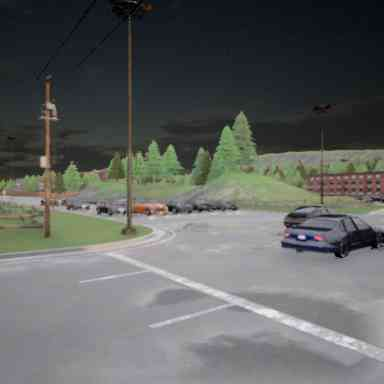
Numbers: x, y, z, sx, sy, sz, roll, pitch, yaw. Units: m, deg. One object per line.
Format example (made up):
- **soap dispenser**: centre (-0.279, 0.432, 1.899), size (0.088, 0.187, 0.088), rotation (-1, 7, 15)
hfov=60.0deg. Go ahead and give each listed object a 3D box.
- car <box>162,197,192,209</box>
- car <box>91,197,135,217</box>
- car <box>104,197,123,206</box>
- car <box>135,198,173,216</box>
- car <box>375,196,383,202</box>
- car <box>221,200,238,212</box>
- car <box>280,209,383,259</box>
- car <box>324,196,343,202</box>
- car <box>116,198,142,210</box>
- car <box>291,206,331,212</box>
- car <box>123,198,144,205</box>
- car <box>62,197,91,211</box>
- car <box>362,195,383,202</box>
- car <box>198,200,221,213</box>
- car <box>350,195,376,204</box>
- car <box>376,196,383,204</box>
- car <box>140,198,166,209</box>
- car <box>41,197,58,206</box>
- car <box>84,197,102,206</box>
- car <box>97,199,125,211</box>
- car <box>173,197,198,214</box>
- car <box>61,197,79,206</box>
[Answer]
- **car**: centre (-2.285, 1.560, 49.061), size (1.882, 1.535, 5.008), rotation (0, 0, -35)
- **car**: centre (-7.836, 1.546, 32.590), size (2.128, 1.511, 4.902), rotation (0, 0, -35)
- **car**: centre (-14.265, 1.663, 60.095), size (1.994, 1.385, 4.181), rotation (0, 0, -34)
- **car**: centre (-4.239, 1.408, 33.563), size (2.097, 1.767, 4.553), rotation (0, 0, -35)
- **car**: centre (45.024, 1.661, 77.181), size (1.895, 1.301, 4.718), rotation (0, 0, -13)
- **car**: centre (3.699, 1.633, 40.537), size (1.994, 1.385, 4.181), rotation (0, 0, -35)
- **car**: centre (5.594, 1.570, 12.807), size (5.357, 1.411, 2.033), rotation (0, 0, -41)
- **car**: centre (33.594, 1.616, 79.021), size (1.882, 1.535, 5.008), rotation (0, 0, -20)
- **car**: centre (-8.826, 1.602, 46.170), size (1.812, 1.442, 4.674), rotation (0, 0, -35)
- **car**: centre (7.082, 1.538, 18.846), size (4.892, 1.490, 1.837), rotation (0, 0, -42)
- **car**: centre (-10.783, 1.702, 61.248), size (1.895, 1.301, 4.718), rotation (0, 0, -35)
- **car**: centre (-14.279, 1.560, 41.758), size (2.128, 1.511, 4.902), rotation (0, 0, -35)
- **car**: centre (41.604, 1.572, 76.441), size (1.837, 1.490, 4.892), rotation (0, 0, -13)
- **car**: centre (0.574, 1.614, 38.889), size (2.033, 1.411, 5.357), rotation (0, 0, -35)
- **car**: centre (35.641, 1.623, 68.896), size (1.837, 1.490, 4.892), rotation (0, 0, -6)
- **car**: centre (39.226, 1.618, 65.854), size (1.837, 1.490, 4.892), rotation (0, 0, 1)
- **car**: centre (-5.604, 1.643, 47.693), size (1.994, 1.385, 4.181), rotation (0, 0, -35)
- **car**: centre (-23.666, 1.567, 55.213), size (1.882, 1.535, 5.008), rotation (0, 0, -35)
- **car**: centre (-17.455, 1.661, 58.532), size (1.994, 1.385, 4.181), rotation (0, 0, -34)
- **car**: centre (-10.290, 1.634, 42.168), size (1.994, 1.385, 4.181), rotation (0, 0, -35)
- **car**: centre (-1.778, 1.413, 36.148), size (2.097, 1.767, 4.553), rotation (0, 0, -35)
- **car**: centre (-21.165, 1.619, 57.751), size (1.812, 1.442, 4.674), rotation (0, 0, -35)
